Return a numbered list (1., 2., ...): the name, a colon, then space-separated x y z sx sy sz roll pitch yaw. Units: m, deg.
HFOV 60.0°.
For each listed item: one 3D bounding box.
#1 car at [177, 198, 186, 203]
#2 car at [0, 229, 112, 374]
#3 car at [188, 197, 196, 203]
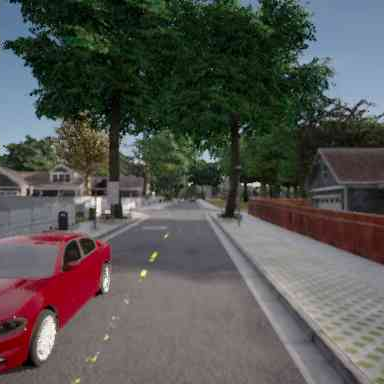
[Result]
1. car: -2.767 2.185 87.368 1.812 1.442 4.674 0 -1 0
2. car: -2.849 1.518 6.023 1.882 1.535 5.008 0 0 0
3. car: -0.017 2.079 85.058 1.837 1.490 4.892 0 -1 0
